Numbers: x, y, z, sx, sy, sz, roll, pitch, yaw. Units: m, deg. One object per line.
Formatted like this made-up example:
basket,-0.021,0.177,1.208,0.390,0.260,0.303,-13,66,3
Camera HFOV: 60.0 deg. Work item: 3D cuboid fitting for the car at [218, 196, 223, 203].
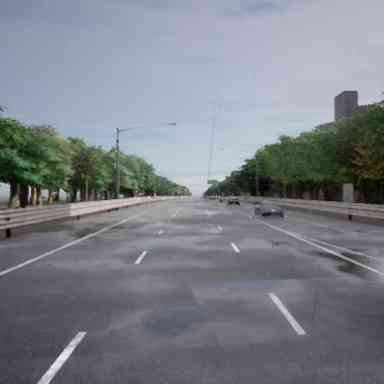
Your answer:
car,7.106,1.735,75.466,2.033,1.411,5.357,0,-1,0

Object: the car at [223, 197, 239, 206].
car,7.035,1.570,57.800,1.837,1.490,4.892,0,0,0

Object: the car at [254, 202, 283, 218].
car,7.062,1.586,30.949,1.994,1.385,4.181,0,0,0
